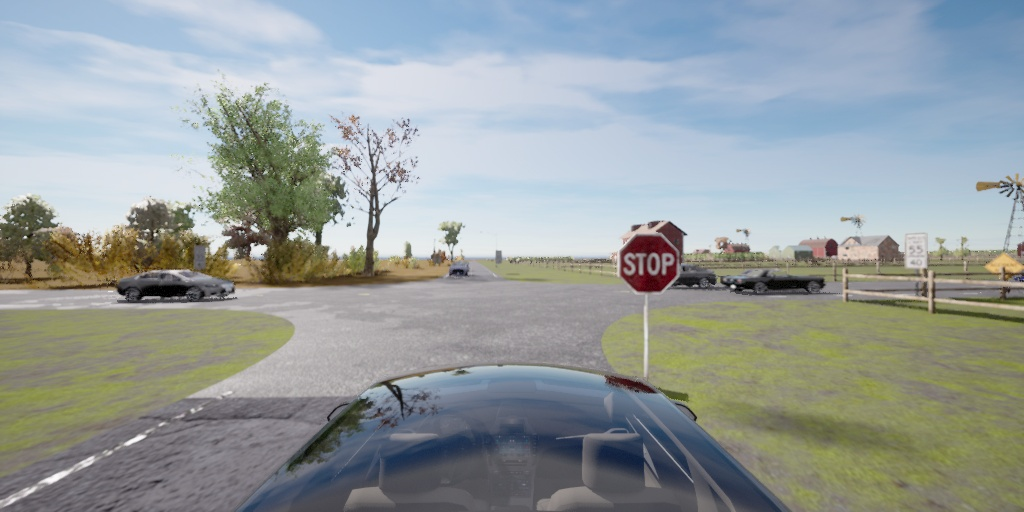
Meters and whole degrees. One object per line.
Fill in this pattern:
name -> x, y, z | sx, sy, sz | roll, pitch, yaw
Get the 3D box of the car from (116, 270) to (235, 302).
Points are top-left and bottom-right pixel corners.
car -> -16.792, 1.458, 18.071 | 4.902, 1.511, 2.128 | 0, 0, -2

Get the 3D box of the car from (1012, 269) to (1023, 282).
car -> 37.626, 0.951, 24.694 | 4.553, 1.767, 2.097 | 0, 0, -3

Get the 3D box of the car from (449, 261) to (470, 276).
car -> -6.155, 1.395, 41.528 | 2.097, 1.767, 4.553 | 0, -1, -7

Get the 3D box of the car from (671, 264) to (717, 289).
car -> 10.465, 1.303, 23.023 | 4.892, 1.490, 1.837 | 0, 0, -2

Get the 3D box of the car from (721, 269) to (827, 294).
car -> 14.235, 1.356, 19.592 | 4.718, 1.301, 1.895 | 0, 0, -3

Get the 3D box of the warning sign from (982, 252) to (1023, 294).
warning sign -> 22.763, 0.794, 16.543 | 1.060, 1.860, 1.300 | 0, 0, -4
